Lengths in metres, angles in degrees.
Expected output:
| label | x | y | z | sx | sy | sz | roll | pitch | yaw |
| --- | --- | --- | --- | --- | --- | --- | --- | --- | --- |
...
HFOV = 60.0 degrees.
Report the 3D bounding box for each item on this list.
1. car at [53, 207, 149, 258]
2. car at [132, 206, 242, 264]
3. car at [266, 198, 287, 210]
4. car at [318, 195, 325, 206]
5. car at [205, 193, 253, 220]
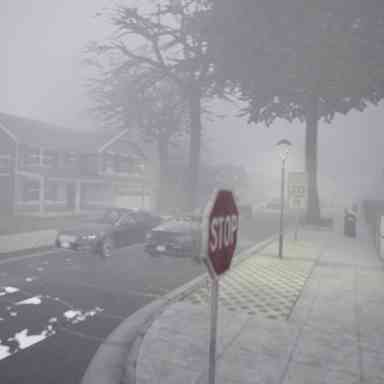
| label | x | y | z | sx | sy | sz | roll | pitch | yaw |
| --- | --- | --- | --- | --- | --- | --- | --- | --- | --- |
| car | -2.808 | 1.353 | 12.372 | 2.128 | 1.511 | 4.902 | 2 | 1 | 26 |
| car | 0.089 | 1.478 | 11.826 | 1.812 | 1.442 | 4.674 | 2 | 1 | 26 |
| car | 10.204 | 1.355 | 39.289 | 1.994 | 1.385 | 4.181 | 2 | 1 | 26 |
| car | 19.615 | 1.297 | 52.133 | 1.837 | 1.490 | 4.892 | 2 | 1 | 26 |
| car | 2.720 | 1.067 | 23.817 | 2.150 | 2.045 | 5.566 | 2 | 1 | 26 |
